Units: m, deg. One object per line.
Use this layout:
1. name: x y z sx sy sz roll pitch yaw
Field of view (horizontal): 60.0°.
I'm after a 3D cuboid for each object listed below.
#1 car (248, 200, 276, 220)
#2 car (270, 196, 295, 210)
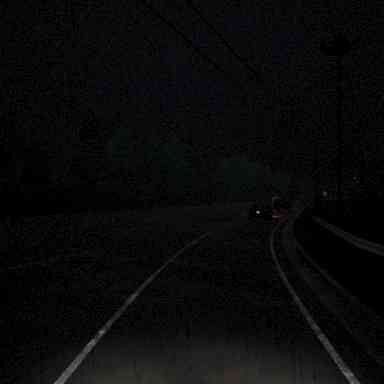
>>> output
1. car: 6.386 1.754 30.913 1.994 1.385 4.181 0 0 18
2. car: 13.527 1.673 49.570 2.097 1.767 4.553 0 0 24
